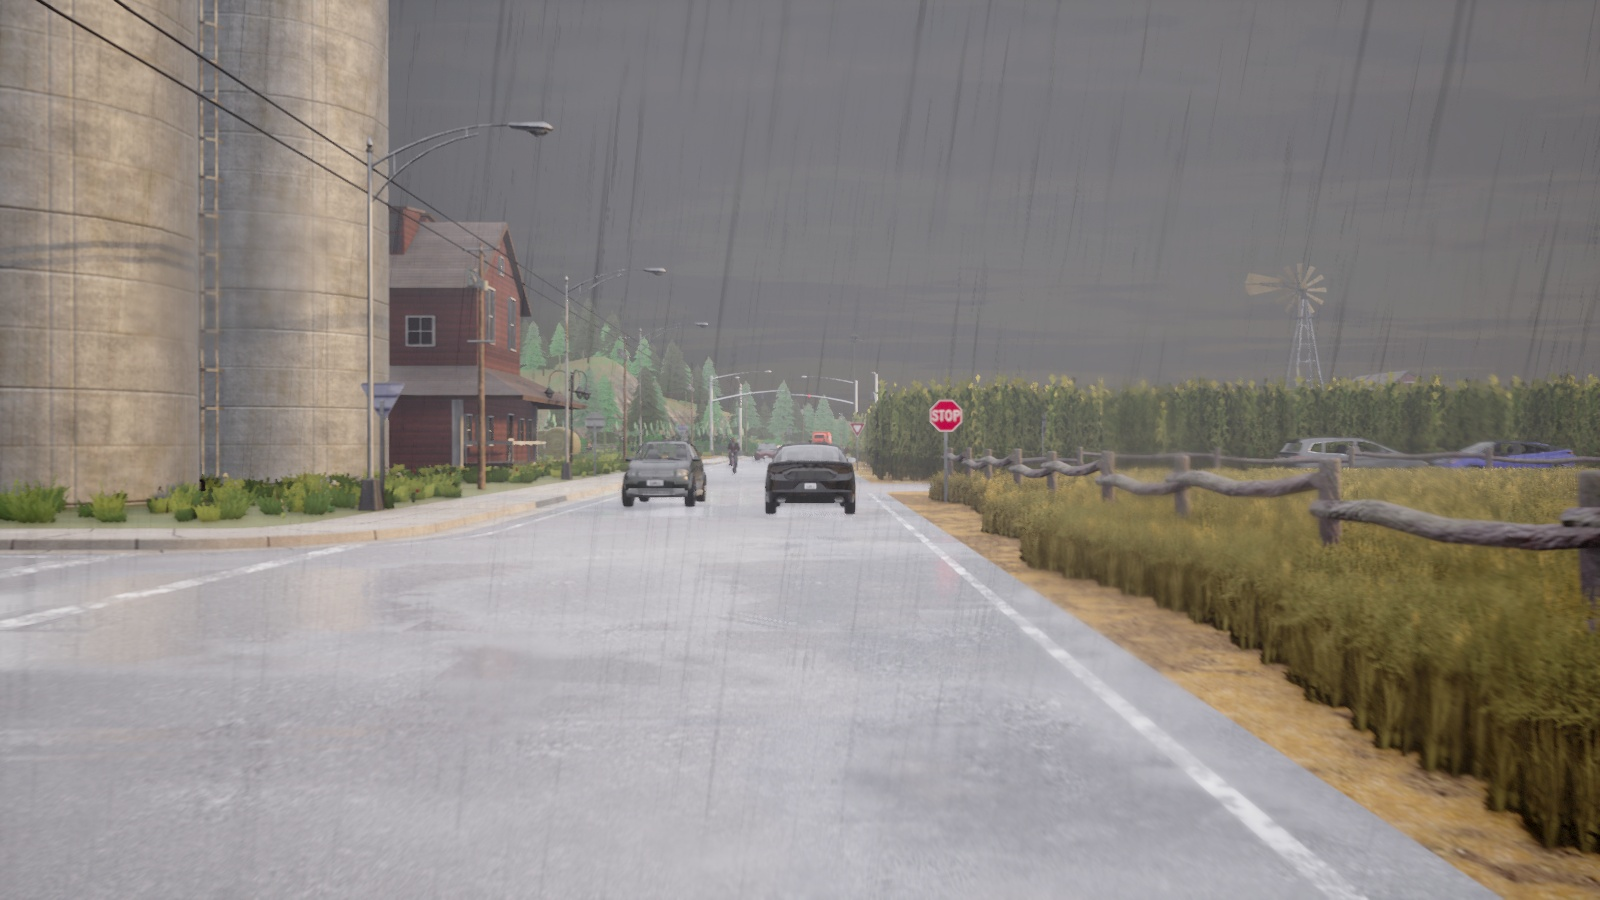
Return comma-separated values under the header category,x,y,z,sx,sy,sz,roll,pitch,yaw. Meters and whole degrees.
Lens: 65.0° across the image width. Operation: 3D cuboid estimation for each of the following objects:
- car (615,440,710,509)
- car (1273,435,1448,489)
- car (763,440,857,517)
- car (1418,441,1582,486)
category,x,y,z,sx,sy,sz,roll,pitch,yaw
car,-3.233,0.544,30.202,1.789,1.549,3.705,0,0,1
car,17.841,0.366,40.151,4.611,1.667,2.242,0,0,1
car,0.220,0.561,27.569,1.882,1.535,5.008,0,0,0
car,24.023,0.445,43.191,4.514,1.525,2.007,0,0,1
